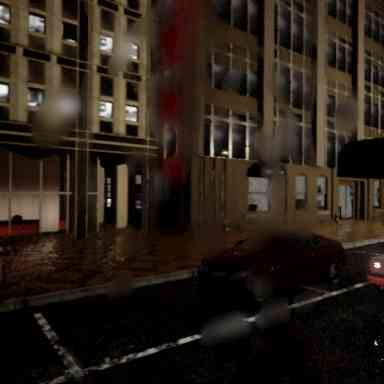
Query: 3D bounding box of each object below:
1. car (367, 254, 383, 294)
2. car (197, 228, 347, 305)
[{"bbox_3d":[5.976,1.585,7.516,4.718,1.301,1.895,0,0,-35],"label":"car"},{"bbox_3d":[2.085,1.571,8.033,4.206,1.307,1.802,0,1,-35],"label":"car"}]
